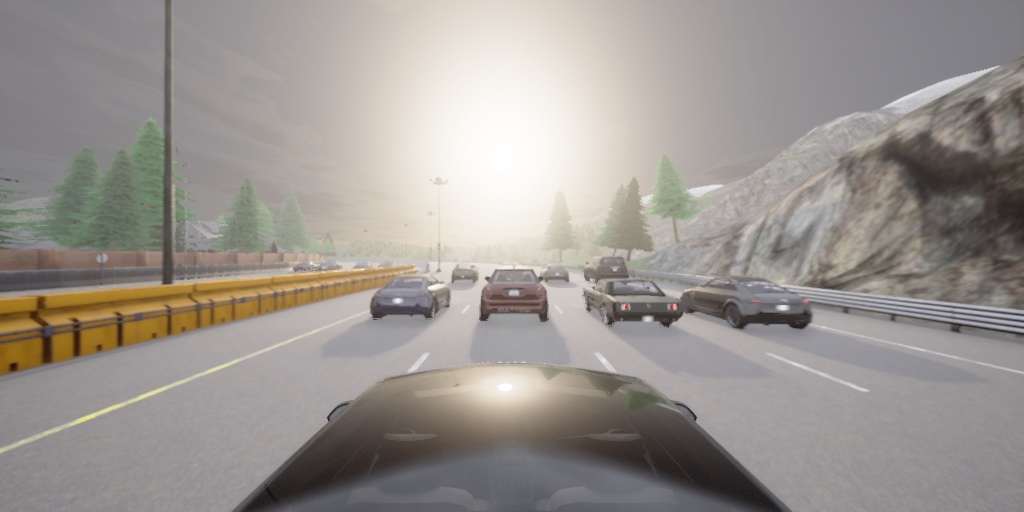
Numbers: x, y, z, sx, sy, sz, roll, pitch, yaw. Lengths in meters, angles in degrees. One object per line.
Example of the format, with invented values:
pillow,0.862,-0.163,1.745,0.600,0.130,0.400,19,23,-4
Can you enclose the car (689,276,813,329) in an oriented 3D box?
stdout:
car,7.068,1.324,11.339,1.994,1.385,4.181,0,0,0

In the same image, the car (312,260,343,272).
car,-23.028,1.290,45.668,2.128,1.511,4.902,0,0,-9

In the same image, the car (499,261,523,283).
car,-0.182,1.261,30.049,1.882,1.535,5.008,0,0,-2

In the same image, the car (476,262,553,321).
car,0.079,1.114,12.733,2.097,1.767,4.553,0,0,0

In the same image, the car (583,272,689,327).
car,3.571,1.363,11.594,1.895,1.301,4.718,0,0,0

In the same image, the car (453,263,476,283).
car,-3.619,1.274,28.115,2.128,1.511,4.902,0,0,-2

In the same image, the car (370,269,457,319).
car,-3.419,1.325,12.802,1.994,1.385,4.181,0,0,0

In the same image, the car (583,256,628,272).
car,6.937,1.004,27.026,2.150,2.045,5.566,0,0,-1

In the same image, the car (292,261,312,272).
car,-26.711,1.365,46.560,1.994,1.385,4.181,0,0,-10

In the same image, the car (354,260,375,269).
car,-19.939,1.328,48.516,1.812,1.442,4.674,0,0,-10

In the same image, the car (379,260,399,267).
car,-16.208,1.280,47.369,1.882,1.535,5.008,0,0,-9

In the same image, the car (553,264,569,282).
car,3.354,1.347,29.063,1.994,1.385,4.181,0,0,-2
